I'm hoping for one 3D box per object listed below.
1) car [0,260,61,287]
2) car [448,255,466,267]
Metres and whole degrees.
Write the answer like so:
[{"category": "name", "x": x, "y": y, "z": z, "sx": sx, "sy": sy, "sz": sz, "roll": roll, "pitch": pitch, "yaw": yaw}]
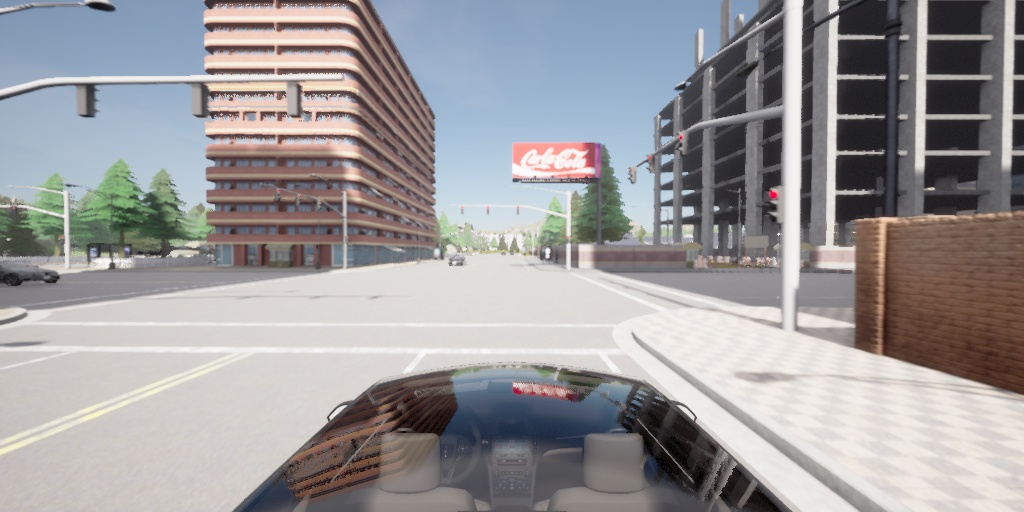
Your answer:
[{"category": "car", "x": -29.251, "y": 0.978, "z": 20.782, "sx": 4.674, "sy": 1.442, "sz": 1.812, "roll": 0, "pitch": 1, "yaw": 1}, {"category": "car", "x": -7.002, "y": 0.599, "z": 46.141, "sx": 2.128, "sy": 1.511, "sz": 4.902, "roll": 0, "pitch": 2, "yaw": 0}]
